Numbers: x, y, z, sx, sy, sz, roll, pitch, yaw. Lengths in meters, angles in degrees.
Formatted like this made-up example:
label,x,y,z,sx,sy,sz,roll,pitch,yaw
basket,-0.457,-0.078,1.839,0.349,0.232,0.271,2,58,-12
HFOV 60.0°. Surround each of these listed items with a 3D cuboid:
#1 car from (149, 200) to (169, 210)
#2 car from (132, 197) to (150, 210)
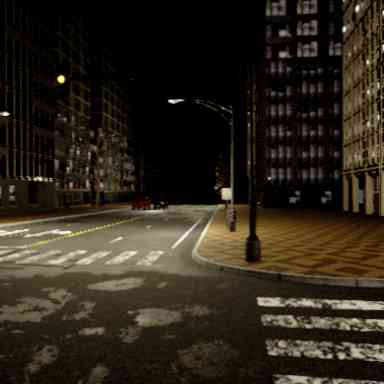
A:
label,x,y,z,sx,sy,sz,roll,pitch,yaw
car,-5.054,2.127,54.664,2.128,1.511,4.902,0,-1,6
car,-8.293,1.877,54.950,2.150,2.045,5.566,0,-1,6
